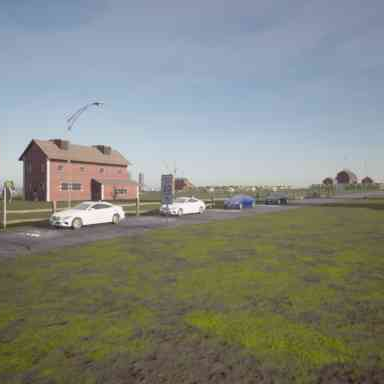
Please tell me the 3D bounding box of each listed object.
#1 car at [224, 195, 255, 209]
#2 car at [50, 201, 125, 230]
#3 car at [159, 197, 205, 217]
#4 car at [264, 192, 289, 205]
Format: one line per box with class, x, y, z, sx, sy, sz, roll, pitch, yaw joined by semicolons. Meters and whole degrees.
car;5.170;1.022;35.459;1.812;1.442;4.674;1;1;36
car;-6.102;1.306;19.892;1.812;1.442;4.674;1;1;35
car;-0.687;1.170;27.401;1.812;1.442;4.674;1;1;36
car;11.120;0.849;43.588;1.837;1.490;4.892;1;1;36
